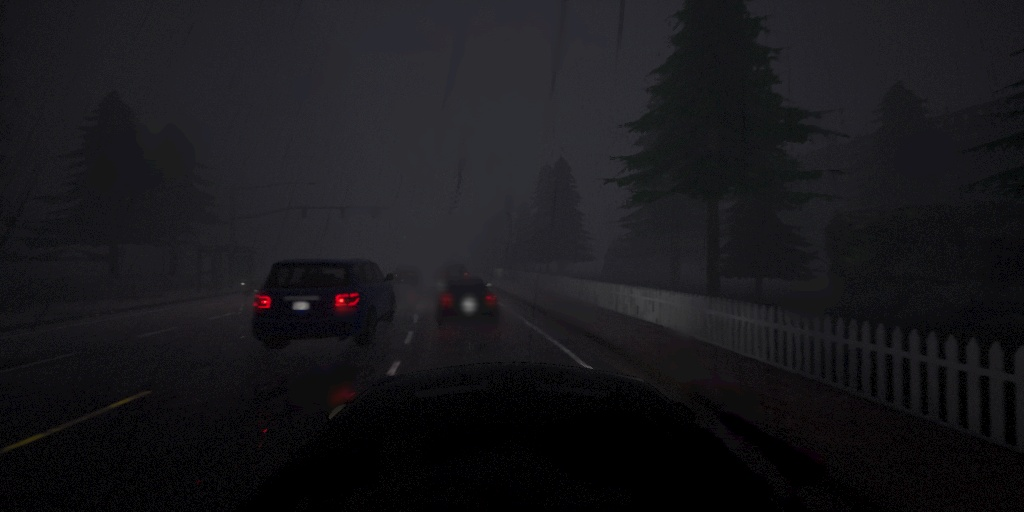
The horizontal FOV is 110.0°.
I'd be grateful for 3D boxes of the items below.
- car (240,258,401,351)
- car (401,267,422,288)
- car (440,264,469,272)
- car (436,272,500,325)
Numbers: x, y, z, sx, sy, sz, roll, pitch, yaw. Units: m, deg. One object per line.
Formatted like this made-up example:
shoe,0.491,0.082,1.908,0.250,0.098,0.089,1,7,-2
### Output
car,-4.566,1.085,9.651,2.150,2.045,5.566,0,0,-10
car,-7.919,1.563,27.147,2.128,1.511,4.902,0,-1,-11
car,-4.171,1.393,26.225,2.097,1.767,4.553,0,-1,-11
car,-1.589,1.441,12.567,1.994,1.385,4.181,0,-1,-9
